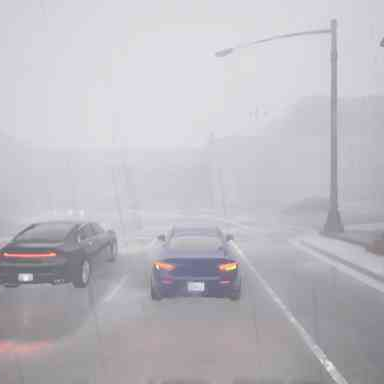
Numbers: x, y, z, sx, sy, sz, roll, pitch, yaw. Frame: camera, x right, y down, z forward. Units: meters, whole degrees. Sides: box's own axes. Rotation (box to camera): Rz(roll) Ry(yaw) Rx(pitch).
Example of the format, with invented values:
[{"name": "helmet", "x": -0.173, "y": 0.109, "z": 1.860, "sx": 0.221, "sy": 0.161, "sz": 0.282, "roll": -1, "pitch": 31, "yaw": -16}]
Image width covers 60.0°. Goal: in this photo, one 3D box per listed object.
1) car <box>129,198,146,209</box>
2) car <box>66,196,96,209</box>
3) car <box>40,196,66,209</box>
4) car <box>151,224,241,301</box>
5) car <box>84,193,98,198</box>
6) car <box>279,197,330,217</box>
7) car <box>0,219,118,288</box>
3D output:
[{"name": "car", "x": -7.527, "y": 1.559, "z": 46.025, "sx": 1.994, "sy": 1.385, "sz": 4.181, "roll": 0, "pitch": 0, "yaw": -1}, {"name": "car", "x": -14.697, "y": 1.596, "z": 44.306, "sx": 1.895, "sy": 1.301, "sz": 4.718, "roll": 0, "pitch": 0, "yaw": -1}, {"name": "car", "x": -18.188, "y": 1.351, "z": 43.944, "sx": 2.097, "sy": 1.767, "sz": 4.553, "roll": 0, "pitch": 0, "yaw": -1}, {"name": "car", "x": 0.091, "y": 1.525, "z": 8.230, "sx": 1.812, "sy": 1.442, "sz": 4.674, "roll": 0, "pitch": 0, "yaw": 0}, {"name": "car", "x": -18.530, "y": 1.217, "z": 60.463, "sx": 2.150, "sy": 2.045, "sz": 5.566, "roll": 0, "pitch": 0, "yaw": -1}, {"name": "car", "x": 9.778, "y": 1.195, "z": 28.375, "sx": 4.674, "sy": 1.442, "sz": 1.812, "roll": -5, "pitch": 0, "yaw": 0}, {"name": "car", "x": -3.399, "y": 1.504, "z": 9.243, "sx": 1.837, "sy": 1.490, "sz": 4.892, "roll": 0, "pitch": 0, "yaw": 0}]
